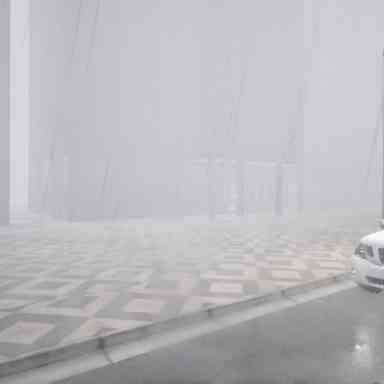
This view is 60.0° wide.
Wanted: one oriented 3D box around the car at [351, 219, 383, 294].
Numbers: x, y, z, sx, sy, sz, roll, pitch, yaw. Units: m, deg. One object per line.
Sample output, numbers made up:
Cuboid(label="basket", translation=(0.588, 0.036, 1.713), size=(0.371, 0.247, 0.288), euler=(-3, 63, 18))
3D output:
Cuboid(label="car", translation=(5.992, 1.222, 7.717), size=(5.566, 2.045, 2.150), euler=(0, 0, -36))
